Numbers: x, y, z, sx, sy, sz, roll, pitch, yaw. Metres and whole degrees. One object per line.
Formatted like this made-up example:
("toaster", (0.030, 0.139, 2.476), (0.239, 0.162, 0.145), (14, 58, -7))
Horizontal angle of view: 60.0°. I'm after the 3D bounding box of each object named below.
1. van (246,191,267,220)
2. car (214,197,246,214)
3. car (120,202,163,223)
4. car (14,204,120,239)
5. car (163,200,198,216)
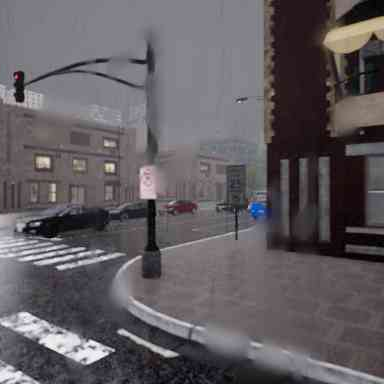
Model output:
("van", (5.716, 1.056, 23.982), (1.690, 1.788, 3.998), (1, 1, 35))
("car", (3.919, 1.182, 31.460), (1.837, 1.490, 4.892), (0, 1, 35))
("car", (-4.424, 1.376, 24.185), (1.947, 1.339, 4.313), (1, 1, 35))
("car", (-6.311, 1.374, 16.754), (2.128, 1.511, 4.902), (0, 1, 32))
("car", (-1.123, 1.326, 28.828), (1.802, 1.307, 4.206), (1, 1, 35))
